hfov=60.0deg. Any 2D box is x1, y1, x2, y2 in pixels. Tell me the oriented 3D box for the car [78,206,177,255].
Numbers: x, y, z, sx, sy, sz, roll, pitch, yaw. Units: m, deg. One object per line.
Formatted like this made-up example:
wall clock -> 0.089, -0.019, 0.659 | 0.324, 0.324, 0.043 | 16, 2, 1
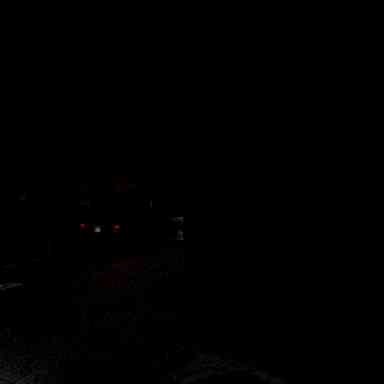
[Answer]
car -> -2.410, 1.344, 13.579 | 2.097, 1.767, 4.553 | 0, 0, 25
